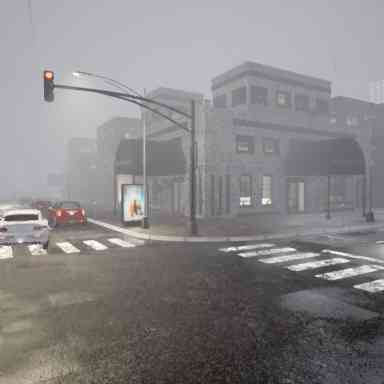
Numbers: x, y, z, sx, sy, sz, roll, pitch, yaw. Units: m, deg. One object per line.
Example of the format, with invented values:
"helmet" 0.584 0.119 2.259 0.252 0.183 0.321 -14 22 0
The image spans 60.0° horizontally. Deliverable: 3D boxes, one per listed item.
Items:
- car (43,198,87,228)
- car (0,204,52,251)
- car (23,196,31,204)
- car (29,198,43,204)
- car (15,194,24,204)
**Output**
"car" -8.103 1.292 21.381 1.967 1.590 4.097 -1 1 -30
"car" -6.818 1.424 13.445 1.812 1.442 4.674 0 0 -25
"car" -16.747 1.337 36.126 2.008 1.369 4.403 -1 1 -30
"car" -13.865 1.389 31.211 1.802 1.307 4.206 -1 1 -30
"car" -25.390 1.277 50.868 2.008 1.369 4.403 -1 1 -30
